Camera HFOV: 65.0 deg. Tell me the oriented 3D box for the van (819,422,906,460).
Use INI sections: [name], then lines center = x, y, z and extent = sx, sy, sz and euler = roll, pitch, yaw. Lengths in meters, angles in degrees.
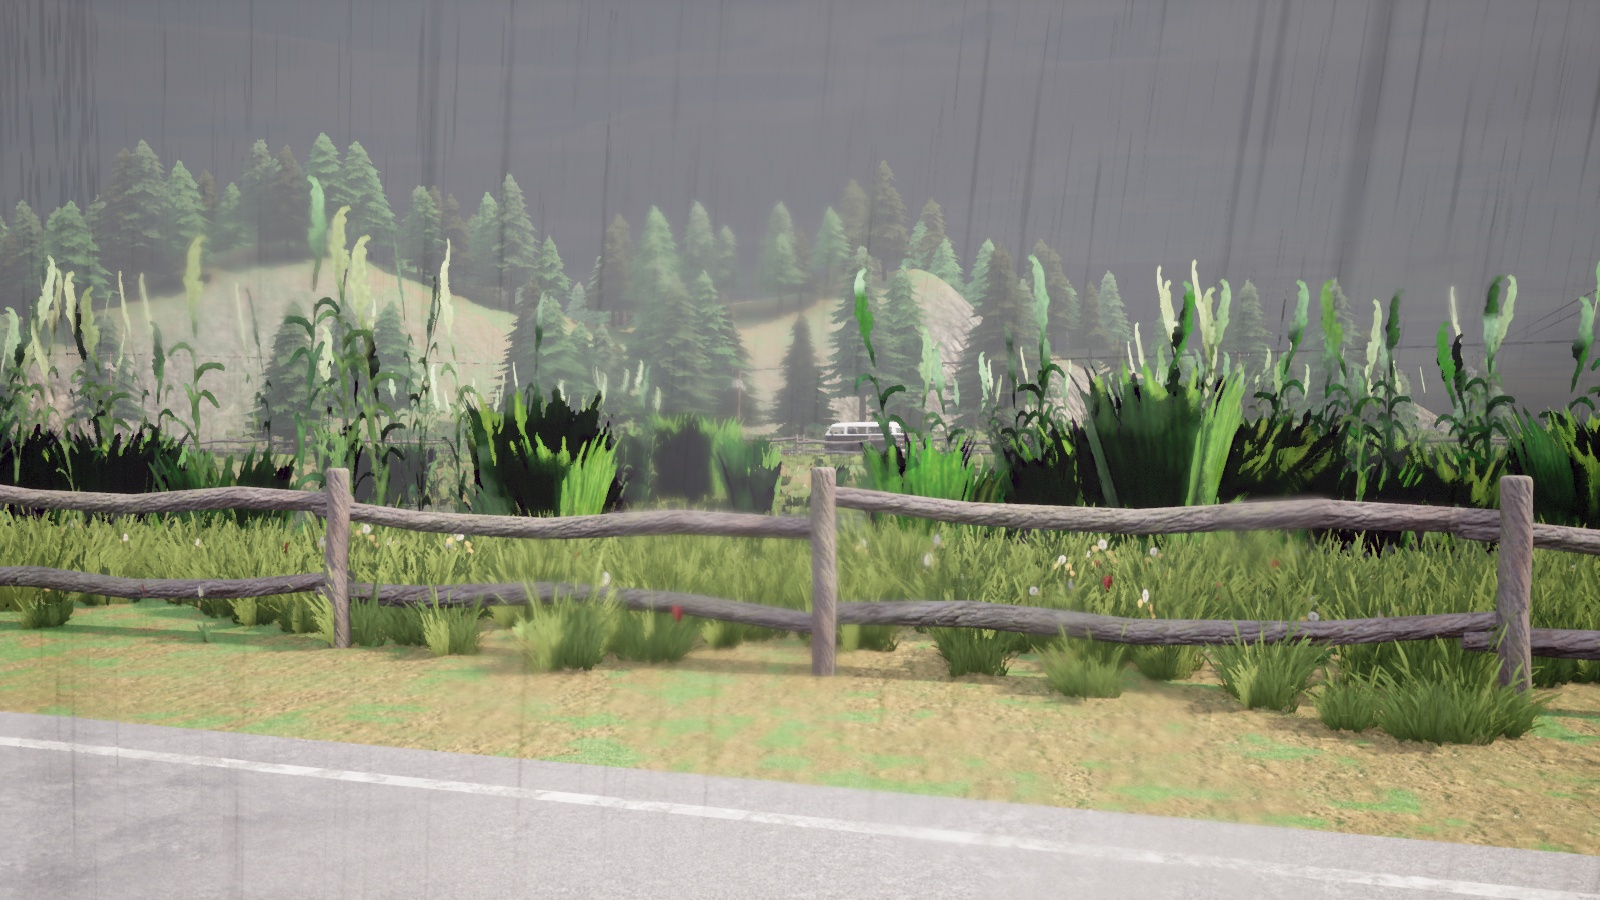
[van]
center = 3.497, -0.528, 70.342
extent = 4.480, 2.038, 2.069
euler = 1, 1, 20
